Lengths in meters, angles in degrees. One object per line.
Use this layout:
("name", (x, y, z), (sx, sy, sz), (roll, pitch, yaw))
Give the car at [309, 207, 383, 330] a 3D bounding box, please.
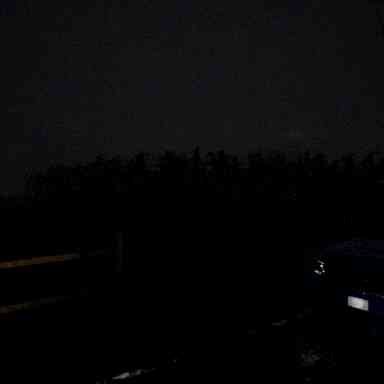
("car", (4.632, 1.217, 6.323), (5.566, 2.045, 2.150), (0, 0, -35))
